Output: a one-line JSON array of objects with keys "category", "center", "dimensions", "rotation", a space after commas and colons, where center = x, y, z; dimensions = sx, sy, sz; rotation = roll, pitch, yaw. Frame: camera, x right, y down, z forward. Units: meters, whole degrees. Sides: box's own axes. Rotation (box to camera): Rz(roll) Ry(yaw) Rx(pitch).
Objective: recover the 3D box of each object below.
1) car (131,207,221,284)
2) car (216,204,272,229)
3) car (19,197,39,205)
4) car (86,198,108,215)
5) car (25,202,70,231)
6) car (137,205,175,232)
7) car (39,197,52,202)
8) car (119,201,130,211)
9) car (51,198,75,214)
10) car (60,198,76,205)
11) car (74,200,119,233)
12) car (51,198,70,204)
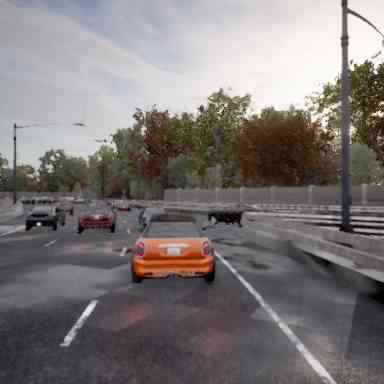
[{"category": "car", "center": [-0.587, 1.430, 10.017], "dimensions": [2.097, 1.767, 4.553], "rotation": [0, 0, -4]}, {"category": "car", "center": [3.371, 1.537, 23.026], "dimensions": [5.008, 1.535, 1.882], "rotation": [1, 0, 41]}, {"category": "car", "center": [-35.149, 1.811, 70.881], "dimensions": [2.097, 1.767, 4.553], "rotation": [0, -1, -45]}, {"category": "car", "center": [-11.116, 1.659, 38.631], "dimensions": [2.097, 1.767, 4.553], "rotation": [0, 0, -21]}, {"category": "car", "center": [-9.699, 1.690, 22.315], "dimensions": [1.837, 1.490, 4.892], "rotation": [0, 0, -12]}, {"category": "car", "center": [-2.625, 1.721, 22.791], "dimensions": [2.033, 1.411, 5.357], "rotation": [0, 0, -13]}, {"category": "car", "center": [-32.600, 1.966, 73.278], "dimensions": [1.837, 1.490, 4.892], "rotation": [0, -1, -45]}, {"category": "car", "center": [-9.792, 1.912, 45.061], "dimensions": [1.994, 1.385, 4.181], "rotation": [0, 0, -27]}, {"category": "car", "center": [-14.921, 1.809, 38.797], "dimensions": [2.128, 1.511, 4.902], "rotation": [0, 0, -22]}, {"category": "car", "center": [-26.887, 2.111, 72.037], "dimensions": [1.812, 1.442, 4.674], "rotation": [0, -1, -42]}, {"category": "car", "center": [-5.900, 1.520, 21.143], "dimensions": [2.097, 1.767, 4.553], "rotation": [0, 0, -12]}, {"category": "car", "center": [-30.030, 2.015, 75.654], "dimensions": [2.033, 1.411, 5.357], "rotation": [0, -1, -45]}]
